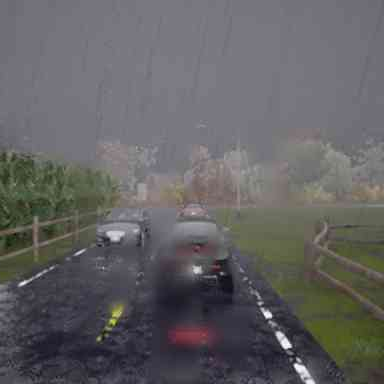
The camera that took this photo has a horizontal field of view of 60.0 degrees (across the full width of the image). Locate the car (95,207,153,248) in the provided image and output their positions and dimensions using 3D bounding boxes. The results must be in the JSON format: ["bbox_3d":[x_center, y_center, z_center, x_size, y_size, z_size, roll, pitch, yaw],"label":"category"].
[{"bbox_3d":[-2.835,1.461,14.737,2.128,1.511,4.902,0,0,0],"label":"car"}]

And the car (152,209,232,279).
[{"bbox_3d":[0.094,1.486,9.927,1.837,1.490,4.892,0,1,0],"label":"car"}]

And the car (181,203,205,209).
[{"bbox_3d":[0.111,1.511,26.104,1.994,1.385,4.181,0,0,0],"label":"car"}]
